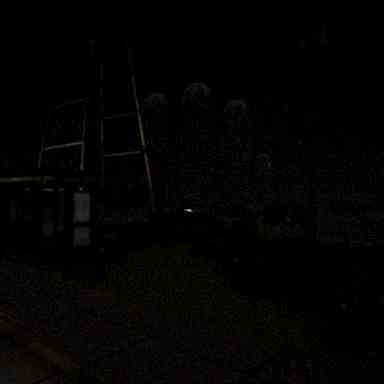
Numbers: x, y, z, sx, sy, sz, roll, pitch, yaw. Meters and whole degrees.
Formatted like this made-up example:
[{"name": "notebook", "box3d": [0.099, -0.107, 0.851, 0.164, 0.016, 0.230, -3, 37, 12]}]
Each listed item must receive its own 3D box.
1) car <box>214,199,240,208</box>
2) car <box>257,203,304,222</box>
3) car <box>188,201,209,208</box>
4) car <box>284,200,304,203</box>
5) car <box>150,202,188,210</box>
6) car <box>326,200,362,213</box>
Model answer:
[{"name": "car", "box3d": [5.083, 1.890, 48.123, 3.866, 1.878, 1.905, 0, -1, 39]}, {"name": "car", "box3d": [7.922, 1.929, 30.138, 3.905, 1.438, 1.784, 0, -1, 39]}, {"name": "car", "box3d": [0.606, 2.154, 54.753, 2.033, 1.411, 5.357, 0, -1, 39]}, {"name": "car", "box3d": [20.171, 2.407, 67.044, 4.611, 1.667, 2.242, 0, -1, 39]}, {"name": "car", "box3d": [-2.880, 1.888, 37.226, 4.193, 1.474, 1.816, 0, -1, 39]}, {"name": "car", "box3d": [21.798, 2.044, 47.825, 4.605, 1.855, 1.932, 0, -1, 39]}]
